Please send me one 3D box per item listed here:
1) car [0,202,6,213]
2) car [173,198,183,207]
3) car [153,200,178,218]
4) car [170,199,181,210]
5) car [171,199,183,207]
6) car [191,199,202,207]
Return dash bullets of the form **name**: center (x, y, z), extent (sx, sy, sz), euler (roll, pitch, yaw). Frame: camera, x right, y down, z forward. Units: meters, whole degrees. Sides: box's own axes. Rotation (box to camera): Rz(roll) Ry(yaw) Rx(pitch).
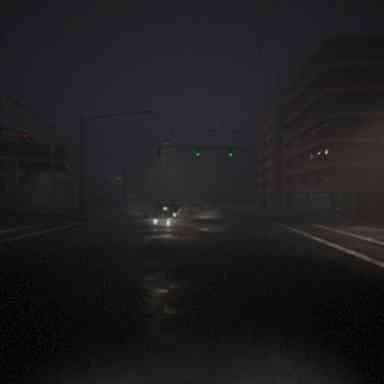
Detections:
- **car**: center (-23.667, 1.805, 38.320), extent (3.806, 1.475, 1.970), euler (0, 0, 1)
- **car**: center (-2.816, 1.801, 51.756), extent (2.097, 1.767, 4.553), euler (0, 0, 0)
- **car**: center (-2.829, 1.843, 33.918), extent (2.033, 1.411, 5.357), euler (0, 0, 0)
- **car**: center (-2.823, 1.939, 43.158), extent (1.994, 1.385, 4.181), euler (0, 0, 0)
- **car**: center (-2.783, 2.099, 61.772), extent (1.994, 1.385, 4.181), euler (0, 0, 0)
- **car**: center (0.880, 2.078, 64.169), extent (1.812, 1.442, 4.674), euler (0, 0, 0)
